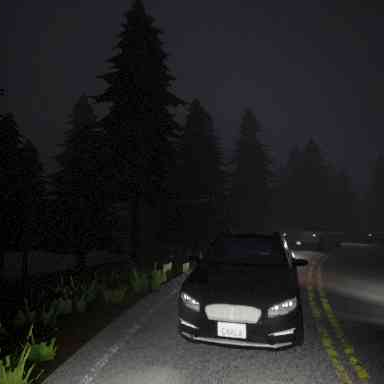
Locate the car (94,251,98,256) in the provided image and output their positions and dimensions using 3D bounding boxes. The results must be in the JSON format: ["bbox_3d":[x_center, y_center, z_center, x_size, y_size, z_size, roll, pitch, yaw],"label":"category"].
[{"bbox_3d":[-20.217,13.648,73.005,4.181,1.381,1.994,-2,-5,31],"label":"car"}]

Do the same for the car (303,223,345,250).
[{"bbox_3d":[6.531,2.310,17.737,1.895,1.301,4.718,-3,-6,39],"label":"car"}]

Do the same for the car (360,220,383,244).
[{"bbox_3d":[15.897,3.227,26.477,5.566,2.045,2.150,8,-8,-28],"label":"car"}]

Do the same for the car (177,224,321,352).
[{"bbox_3d":[1.139,1.561,6.623,2.128,1.511,4.902,-1,-2,15],"label":"car"}]
